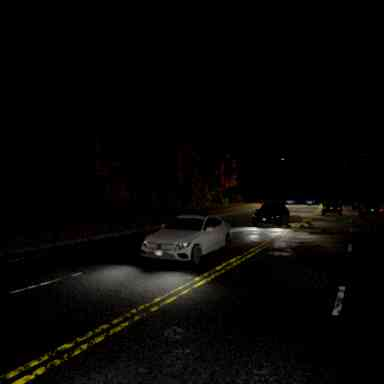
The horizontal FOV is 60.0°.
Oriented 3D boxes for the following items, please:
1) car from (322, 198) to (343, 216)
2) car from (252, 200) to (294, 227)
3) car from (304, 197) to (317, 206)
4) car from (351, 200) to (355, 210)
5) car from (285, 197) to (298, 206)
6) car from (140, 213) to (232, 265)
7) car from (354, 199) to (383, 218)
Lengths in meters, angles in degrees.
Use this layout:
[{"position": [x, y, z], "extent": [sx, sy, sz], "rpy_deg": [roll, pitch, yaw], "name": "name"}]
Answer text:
[{"position": [14.363, 1.607, 34.042], "extent": [2.033, 1.411, 5.357], "rpy_deg": [0, 0, 24], "name": "car"}, {"position": [5.632, 1.529, 23.299], "extent": [1.837, 1.490, 4.892], "rpy_deg": [0, 0, 26], "name": "car"}, {"position": [20.578, 1.623, 57.746], "extent": [1.812, 1.442, 4.674], "rpy_deg": [0, 0, 22], "name": "car"}, {"position": [21.984, 1.651, 43.426], "extent": [2.033, 1.411, 5.357], "rpy_deg": [0, 0, 23], "name": "car"}, {"position": [17.511, 1.602, 58.826], "extent": [1.812, 1.442, 4.674], "rpy_deg": [0, 0, 22], "name": "car"}, {"position": [0.037, 1.534, 11.996], "extent": [1.812, 1.442, 4.674], "rpy_deg": [0, 0, 26], "name": "car"}, {"position": [16.581, 1.615, 30.984], "extent": [2.033, 1.411, 5.357], "rpy_deg": [0, 0, 24], "name": "car"}]
